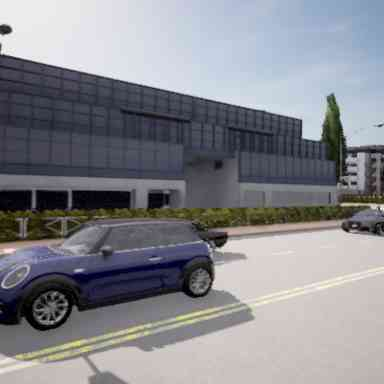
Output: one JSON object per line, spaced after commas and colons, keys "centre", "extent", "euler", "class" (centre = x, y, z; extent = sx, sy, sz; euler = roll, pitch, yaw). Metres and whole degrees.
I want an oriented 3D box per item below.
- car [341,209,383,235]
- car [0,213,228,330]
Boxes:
{"centre": [10.917, 1.761, 20.112], "extent": [4.181, 1.385, 1.994], "euler": [1, 0, -34], "class": "car"}
{"centre": [-1.730, 1.373, 7.042], "extent": [4.553, 1.767, 2.097], "euler": [1, 0, -35], "class": "car"}
